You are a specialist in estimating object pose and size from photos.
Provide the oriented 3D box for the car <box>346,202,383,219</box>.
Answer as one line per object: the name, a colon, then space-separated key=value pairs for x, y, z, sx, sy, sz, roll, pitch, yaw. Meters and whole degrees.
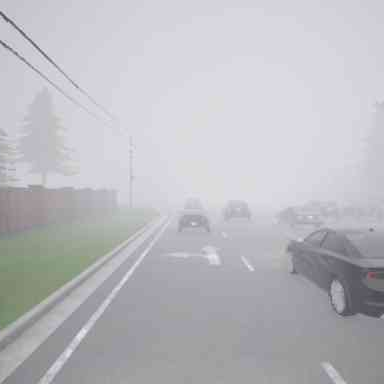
car: x=14.108 y=1.547 z=28.066 sx=2.128 sy=1.511 sz=4.902 roll=0 pitch=0 yaw=0

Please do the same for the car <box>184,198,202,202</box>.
car: x=0.111 y=1.427 z=38.982 sx=2.097 sy=1.767 sz=4.553 roll=0 pitch=0 yaw=0

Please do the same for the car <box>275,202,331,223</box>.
car: x=7.106 y=1.592 z=22.452 sx=2.033 sy=1.411 sz=5.357 roll=0 pitch=0 yaw=0

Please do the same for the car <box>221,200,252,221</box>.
car: x=3.607 y=1.408 z=27.844 sx=2.097 sy=1.767 sz=4.553 roll=0 pitch=0 yaw=0

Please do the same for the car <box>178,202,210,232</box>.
car: x=0.106 y=1.567 z=20.396 sx=1.812 sy=1.442 sz=4.674 roll=0 pitch=0 yaw=0

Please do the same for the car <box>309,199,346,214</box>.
car: x=10.609 y=1.407 z=27.841 sx=2.097 sy=1.767 sz=4.553 roll=0 pitch=0 yaw=0

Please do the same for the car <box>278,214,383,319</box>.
car: x=3.603 y=1.493 z=7.520 sx=1.882 sy=1.535 sz=5.008 roll=0 pitch=0 yaw=0
